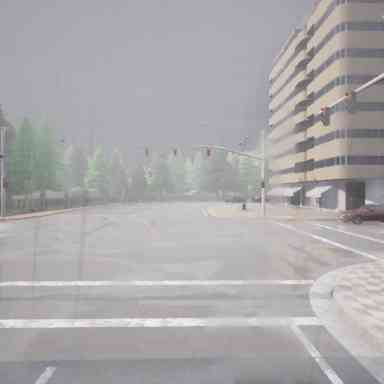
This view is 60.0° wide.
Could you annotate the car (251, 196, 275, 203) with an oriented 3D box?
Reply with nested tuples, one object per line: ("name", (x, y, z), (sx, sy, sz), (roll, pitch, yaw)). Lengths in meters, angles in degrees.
("car", (14.171, 1.526, 67.955), (4.674, 1.442, 1.812), (0, 0, -34))

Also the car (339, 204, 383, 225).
("car", (13.155, 1.581, 24.207), (4.674, 1.442, 1.812), (0, 0, -1))

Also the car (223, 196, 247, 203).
("car", (8.858, 1.547, 68.251), (5.357, 1.411, 2.033), (0, 0, -38))
